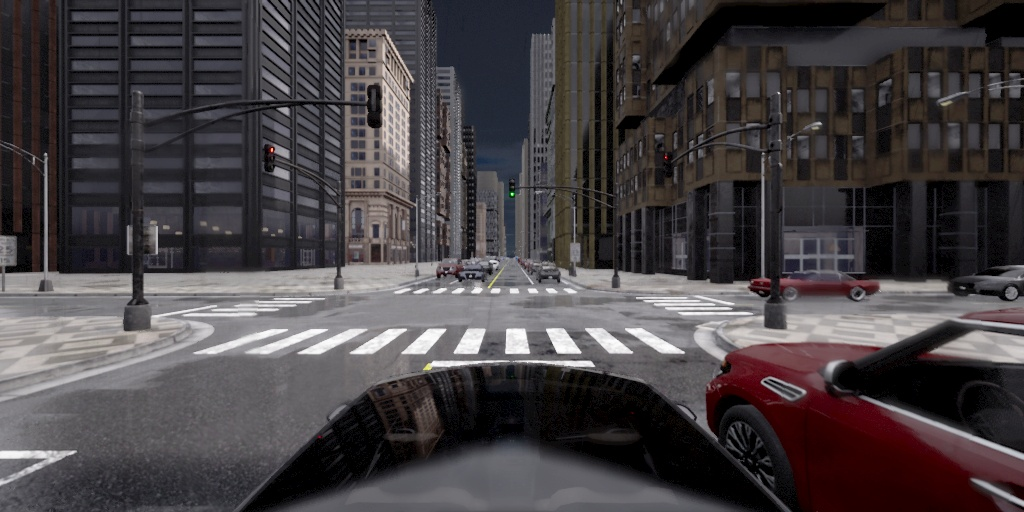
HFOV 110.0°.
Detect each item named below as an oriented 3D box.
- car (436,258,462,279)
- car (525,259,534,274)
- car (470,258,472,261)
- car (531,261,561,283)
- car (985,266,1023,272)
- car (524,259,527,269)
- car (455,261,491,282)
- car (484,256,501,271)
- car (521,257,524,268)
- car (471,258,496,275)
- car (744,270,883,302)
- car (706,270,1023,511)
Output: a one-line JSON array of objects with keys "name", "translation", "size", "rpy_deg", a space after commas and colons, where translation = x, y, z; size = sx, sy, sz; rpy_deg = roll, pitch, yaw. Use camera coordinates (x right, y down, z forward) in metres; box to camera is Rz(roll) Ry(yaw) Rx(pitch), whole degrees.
[{"name": "car", "translation": [-5.733, 1.097, 33.775], "size": [2.192, 1.841, 5.009], "rpy_deg": [0, 0, 0]}, {"name": "car", "translation": [2.798, 1.340, 39.417], "size": [2.007, 1.370, 4.403], "rpy_deg": [0, 0, 0]}, {"name": "car", "translation": [-5.728, 1.229, 39.416], "size": [1.967, 1.591, 4.097], "rpy_deg": [0, 0, 0]}, {"name": "car", "translation": [2.787, 1.327, 28.136], "size": [2.007, 1.370, 4.403], "rpy_deg": [0, 0, 0]}, {"name": "car", "translation": [22.967, 1.211, 16.341], "size": [4.892, 1.490, 1.837], "rpy_deg": [0, 0, 0]}, {"name": "car", "translation": [2.803, 1.341, 45.058], "size": [1.888, 1.381, 4.507], "rpy_deg": [0, 0, 0]}, {"name": "car", "translation": [-3.072, 1.341, 28.776], "size": [1.994, 1.385, 4.181], "rpy_deg": [0, 0, 1]}, {"name": "car", "translation": [-3.040, 1.022, 50.574], "size": [2.150, 2.045, 5.566], "rpy_deg": [0, 0, 0]}, {"name": "car", "translation": [2.813, 1.251, 56.339], "size": [1.967, 1.591, 4.097], "rpy_deg": [0, 0, 0]}, {"name": "car", "translation": [-3.062, 1.266, 38.853], "size": [1.882, 1.535, 5.008], "rpy_deg": [0, 0, 0]}, {"name": "car", "translation": [13.533, 1.328, 16.303], "size": [4.718, 1.301, 1.895], "rpy_deg": [0, 0, 0]}, {"name": "car", "translation": [2.762, 1.064, 1.162], "size": [2.192, 1.841, 5.009], "rpy_deg": [0, 0, 0]}]
